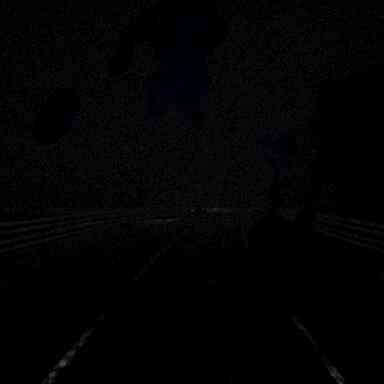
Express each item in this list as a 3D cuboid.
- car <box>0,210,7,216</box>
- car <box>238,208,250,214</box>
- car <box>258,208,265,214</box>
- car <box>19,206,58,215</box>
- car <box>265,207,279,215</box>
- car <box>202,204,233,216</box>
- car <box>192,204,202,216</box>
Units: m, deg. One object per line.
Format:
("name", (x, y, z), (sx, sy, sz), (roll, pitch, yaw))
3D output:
("car", (-23.650, 2.299, 38.344), (4.181, 1.385, 1.994), (2, -3, -26))
("car", (12.769, 4.695, 81.059), (2.128, 1.511, 4.902), (-1, -3, 29))
("car", (18.398, 4.870, 84.407), (1.837, 1.490, 4.892), (-1, -3, 24))
("car", (-20.515, 2.600, 44.604), (4.892, 1.490, 1.837), (3, -2, -37))
("car", (19.590, 4.454, 78.984), (2.097, 1.767, 4.553), (-1, -3, 27))
("car", (4.797, 3.154, 57.726), (2.150, 2.045, 5.566), (-2, -4, 41))
("car", (3.100, 3.318, 61.085), (2.150, 2.045, 5.566), (-2, -4, 40))
